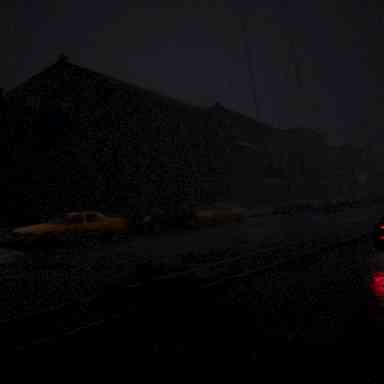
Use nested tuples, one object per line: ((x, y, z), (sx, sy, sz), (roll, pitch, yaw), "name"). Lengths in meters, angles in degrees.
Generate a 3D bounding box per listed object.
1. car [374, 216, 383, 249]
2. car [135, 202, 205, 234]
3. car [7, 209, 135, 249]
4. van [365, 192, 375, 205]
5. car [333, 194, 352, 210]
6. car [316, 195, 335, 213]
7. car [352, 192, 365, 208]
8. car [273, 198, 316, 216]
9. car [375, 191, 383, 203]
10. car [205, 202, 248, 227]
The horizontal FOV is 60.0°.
((8.743, 1.403, 13.224), (1.837, 1.490, 4.892), (-1, 0, 43), "car")
((-1.698, 1.440, 19.847), (2.185, 1.767, 4.553), (-1, 0, 43), "car")
((-5.598, 1.617, 15.633), (1.946, 1.575, 5.366), (-1, 0, 43), "car")
((24.405, 0.974, 48.013), (1.878, 1.987, 4.442), (-1, 0, 43), "van")
((16.996, 1.178, 40.016), (2.185, 1.767, 4.553), (-1, 0, 43), "car")
((13.309, 1.396, 36.034), (2.002, 1.452, 4.674), (-1, 0, 43), "car")
((20.752, 1.126, 44.068), (2.185, 1.767, 4.553), (-1, 0, 43), "car")
((9.556, 1.409, 31.984), (2.231, 1.521, 4.892), (-1, 0, 43), "car")
((32.061, 0.841, 56.273), (2.435, 2.045, 5.566), (-1, 0, 43), "car")
((1.916, 1.512, 23.739), (1.946, 1.575, 5.366), (-1, 0, 43), "car")
